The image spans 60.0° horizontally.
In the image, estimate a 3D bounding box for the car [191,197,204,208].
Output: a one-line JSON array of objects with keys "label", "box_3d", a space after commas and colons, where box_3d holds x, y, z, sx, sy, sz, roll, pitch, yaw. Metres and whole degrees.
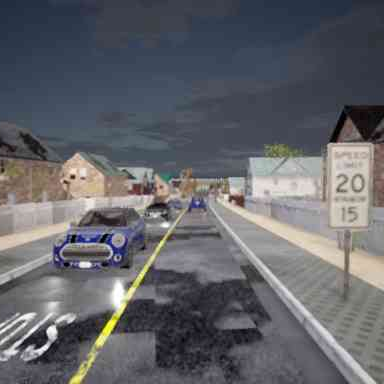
[{"label": "car", "box_3d": [0.855, 1.489, 49.608, 1.812, 1.442, 4.674, 0, 0, 2]}]

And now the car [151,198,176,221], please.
[{"label": "car", "box_3d": [-2.589, 1.463, 26.223, 1.812, 1.442, 4.674, 0, 0, 1]}]

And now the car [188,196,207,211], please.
[{"label": "car", "box_3d": [0.658, 1.304, 39.471, 2.097, 1.767, 4.553, 0, 0, 2]}]

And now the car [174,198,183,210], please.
[{"label": "car", "box_3d": [-2.167, 1.494, 41.598, 2.033, 1.411, 5.357, 0, 0, 2]}]

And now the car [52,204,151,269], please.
[{"label": "car", "box_3d": [-2.785, 1.312, 10.989, 2.097, 1.767, 4.553, 0, 0, 1]}]
